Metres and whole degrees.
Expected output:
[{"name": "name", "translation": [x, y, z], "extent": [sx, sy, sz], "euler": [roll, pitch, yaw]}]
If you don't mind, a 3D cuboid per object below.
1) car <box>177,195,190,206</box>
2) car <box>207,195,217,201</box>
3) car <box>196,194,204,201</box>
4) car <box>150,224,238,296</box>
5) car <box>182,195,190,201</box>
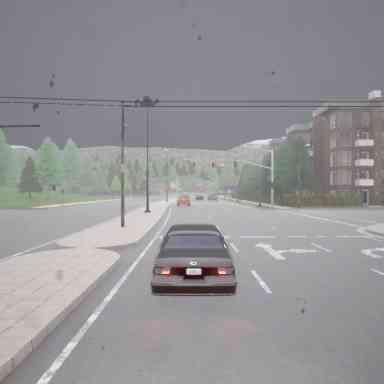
[{"name": "car", "translation": [-1.359, 1.352, 54.532], "extent": [2.097, 1.767, 4.553], "euler": [0, 0, -1]}, {"name": "car", "translation": [5.477, 1.539, 85.403], "extent": [2.033, 1.411, 5.357], "euler": [0, 0, 0]}, {"name": "car", "translation": [1.977, 1.477, 85.396], "extent": [1.882, 1.535, 5.008], "euler": [0, 0, 0]}, {"name": "car", "translation": [0.042, 1.547, 8.787], "extent": [2.033, 1.411, 5.357], "euler": [0, 0, 0]}, {"name": "car", "translation": [-1.523, 1.523, 85.357], "extent": [1.812, 1.442, 4.674], "euler": [0, 0, 0]}]
